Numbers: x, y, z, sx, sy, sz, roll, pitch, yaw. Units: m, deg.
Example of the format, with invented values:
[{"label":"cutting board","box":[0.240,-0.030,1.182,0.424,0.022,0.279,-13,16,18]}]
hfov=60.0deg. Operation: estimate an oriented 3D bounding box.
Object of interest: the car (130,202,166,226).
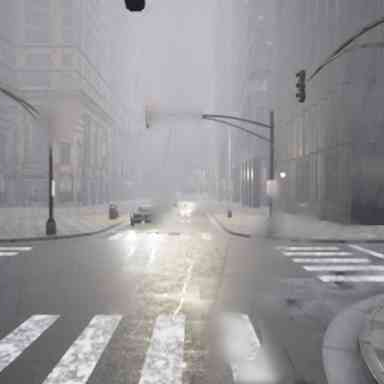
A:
[{"label":"car","box":[-3.119,1.617,23.459,1.895,1.301,4.718,0,0,0]}]

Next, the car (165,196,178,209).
[{"label":"car","box":[-3.119,1.389,46.981,2.097,1.767,4.553,0,0,2]}]

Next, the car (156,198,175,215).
[{"label":"car","box":[-3.116,1.589,34.435,1.994,1.385,4.181,0,0,0]}]
